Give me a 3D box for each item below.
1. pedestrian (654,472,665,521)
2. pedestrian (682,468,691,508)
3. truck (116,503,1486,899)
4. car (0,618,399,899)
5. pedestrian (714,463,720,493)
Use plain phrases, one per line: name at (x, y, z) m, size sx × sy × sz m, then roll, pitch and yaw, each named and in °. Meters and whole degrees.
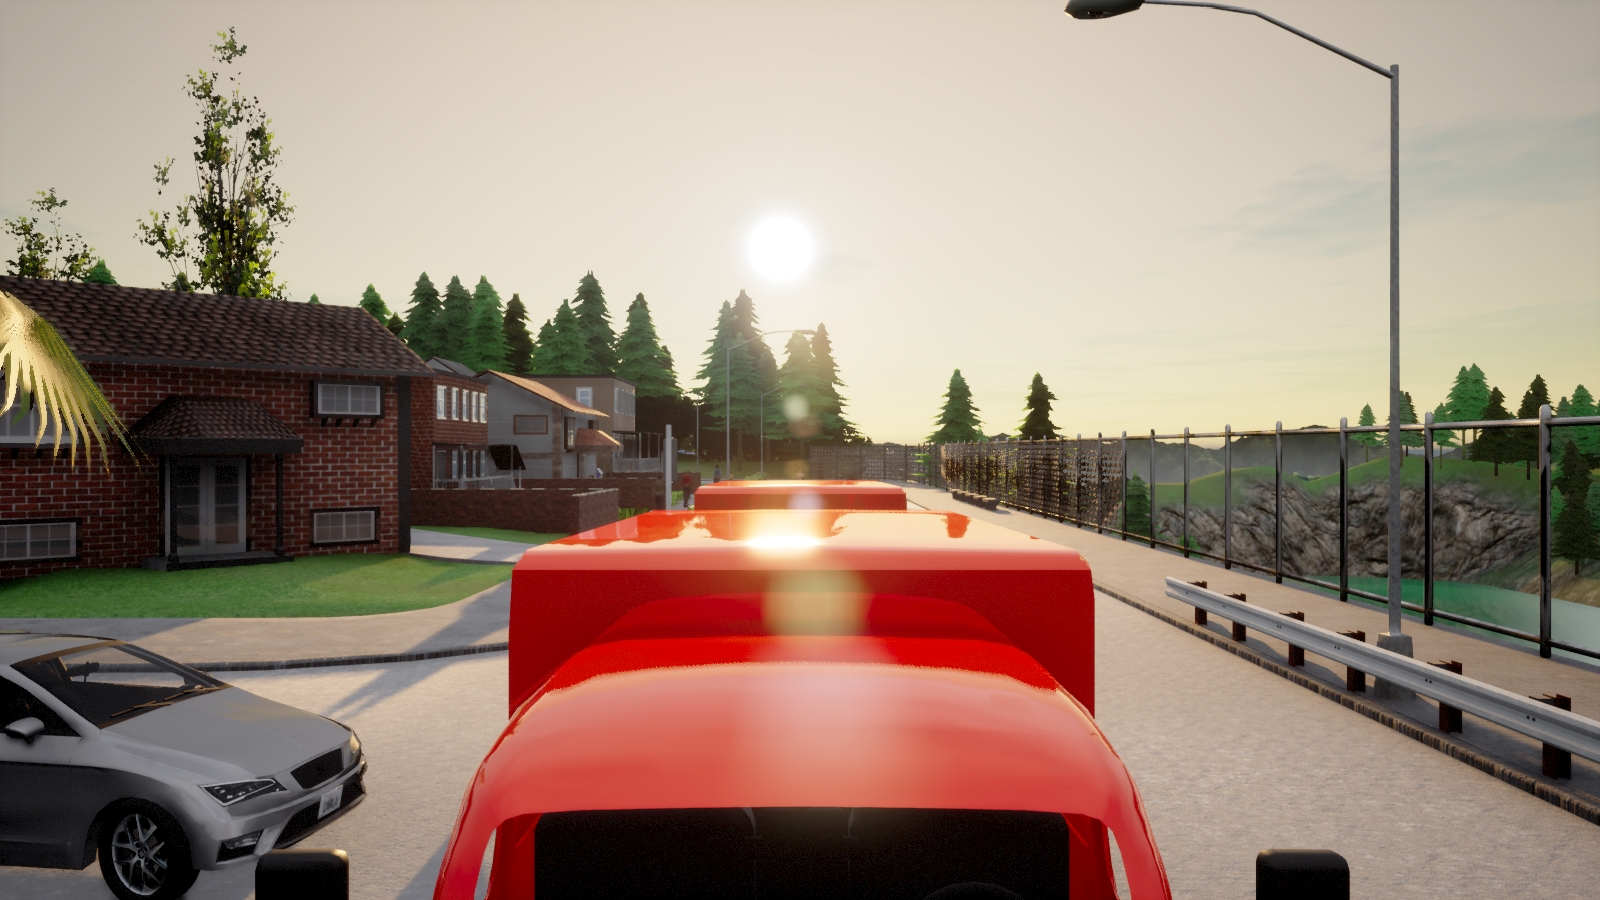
pedestrian at (-5.332, 1.763, 43.382) m, size 0.375 × 1.860 × 0.375 m, roll 0°, pitch 0°, yaw -1°
pedestrian at (-5.293, 1.767, 53.364) m, size 0.375 × 1.860 × 0.375 m, roll 0°, pitch 0°, yaw 0°
truck at (0.003, 1.571, 4.792) m, size 2.627 × 2.467 × 5.204 m, roll 0°, pitch 0°, yaw 0°
car at (-5.218, 2.069, 7.982) m, size 4.193 × 1.474 × 1.816 m, roll 0°, pitch 0°, yaw 8°
pedestrian at (-5.291, 1.775, 72.648) m, size 0.375 × 1.860 × 0.375 m, roll 0°, pitch 0°, yaw 0°
